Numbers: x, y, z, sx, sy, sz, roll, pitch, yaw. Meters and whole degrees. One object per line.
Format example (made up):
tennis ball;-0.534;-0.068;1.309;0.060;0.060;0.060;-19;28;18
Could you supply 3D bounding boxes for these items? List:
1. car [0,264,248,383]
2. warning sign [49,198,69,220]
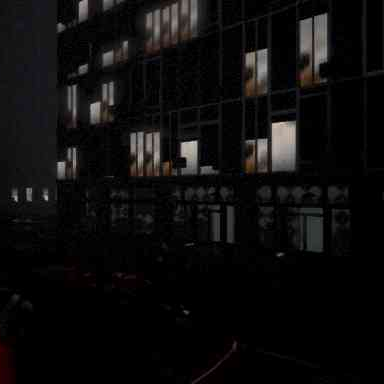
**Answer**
car;-1.579;1.543;3.847;4.507;1.381;1.887;0;0;36
warning sign;-11.649;1.452;29.083;1.300;1.860;1.060;1;1;33
